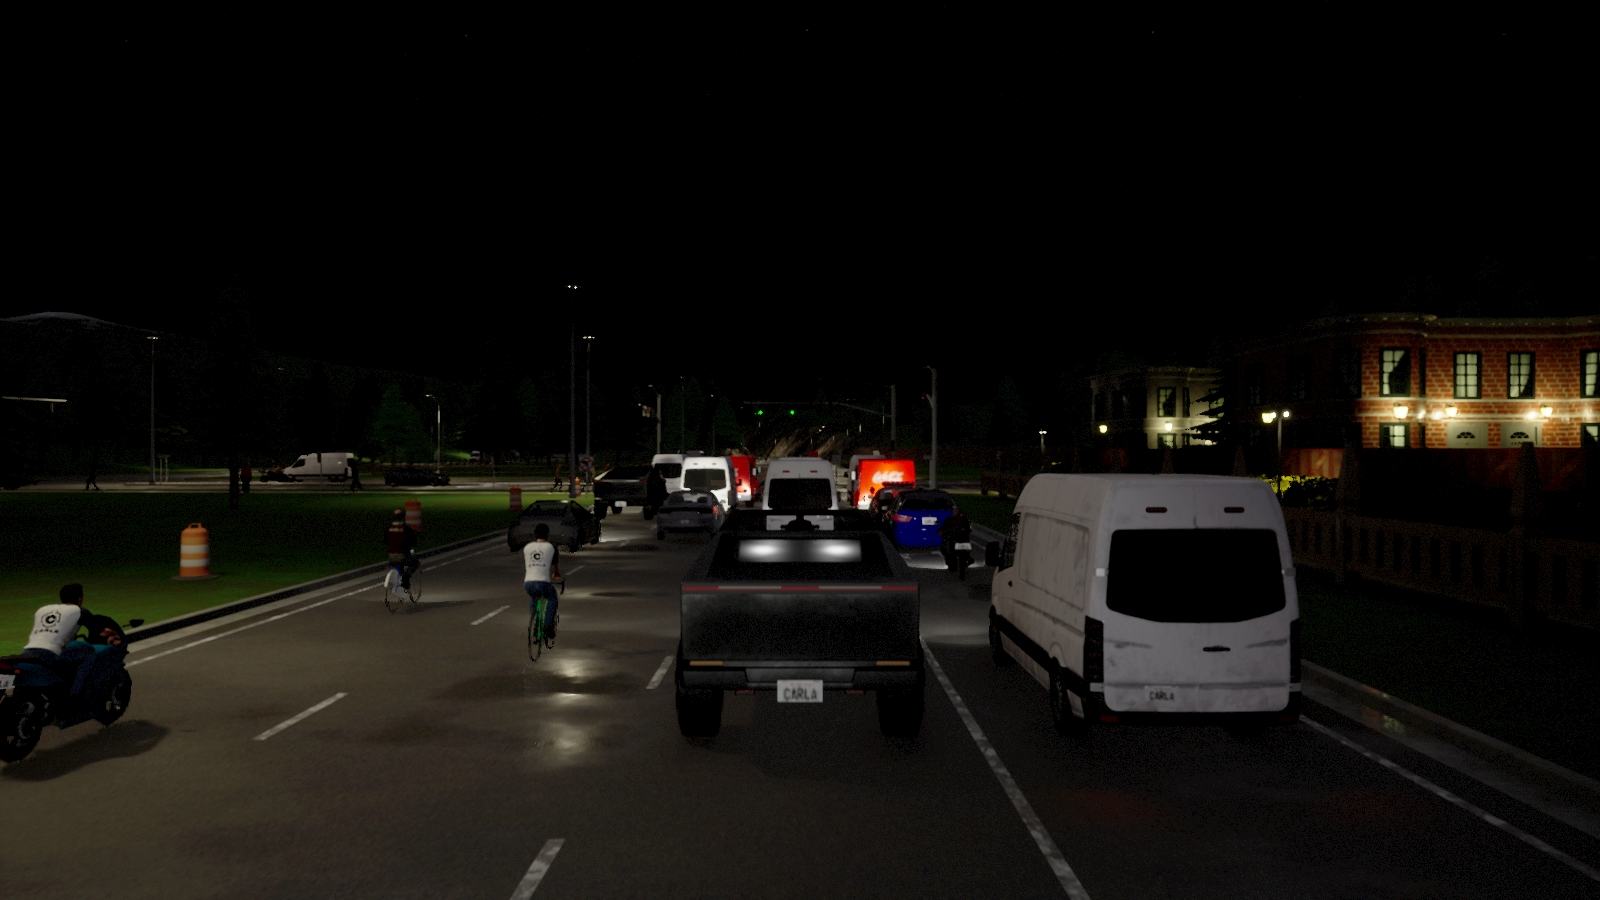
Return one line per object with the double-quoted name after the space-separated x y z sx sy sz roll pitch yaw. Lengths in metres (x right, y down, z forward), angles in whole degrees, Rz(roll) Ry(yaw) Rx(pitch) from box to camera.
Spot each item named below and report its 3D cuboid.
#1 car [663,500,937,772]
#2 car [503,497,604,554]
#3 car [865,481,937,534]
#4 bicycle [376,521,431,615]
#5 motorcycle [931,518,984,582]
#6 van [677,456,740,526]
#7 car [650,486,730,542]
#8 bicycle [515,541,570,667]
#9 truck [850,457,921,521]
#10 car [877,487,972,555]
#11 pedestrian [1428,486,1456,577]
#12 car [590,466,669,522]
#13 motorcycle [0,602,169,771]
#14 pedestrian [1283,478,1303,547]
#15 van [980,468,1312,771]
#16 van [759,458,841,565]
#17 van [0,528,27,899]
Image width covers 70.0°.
0.001 1.753 13.073 2.390 2.098 6.274 0 0 0 "car"
-7.001 2.116 32.849 1.994 1.385 4.181 0 0 0 "car"
3.501 1.980 40.662 2.097 1.638 5.238 0 0 0 "car"
-7.005 2.059 20.251 0.329 1.471 1.835 0 0 0 "bicycle"
3.501 2.204 25.591 0.867 1.251 2.209 0 0 0 "motorcycle"
-3.504 1.531 44.871 1.988 2.561 5.915 0 0 0 "van"
-3.495 2.032 37.202 2.097 1.535 5.006 0 0 0 "car"
-3.499 2.055 15.587 0.373 1.496 1.643 0 0 0 "bicycle"
3.499 1.571 47.923 2.627 2.467 5.204 0 0 0 "truck"
3.501 1.966 32.918 2.242 1.667 4.611 0 0 0 "car"
13.376 1.695 23.798 0.375 1.860 0.375 0 0 0 "pedestrian"
-7.000 1.752 47.672 2.390 2.098 6.274 0 0 0 "car"
-6.999 2.186 10.925 0.803 1.199 2.033 0 0 0 "motorcycle"
13.459 1.694 31.207 0.375 1.860 0.375 0 0 1 "pedestrian"
3.498 1.534 12.971 1.988 2.561 5.915 0 0 0 "van"
-0.003 1.533 30.881 1.988 2.561 5.915 0 0 0 "van"
-3.505 1.534 0.754 1.988 2.561 5.915 0 0 0 "van"
